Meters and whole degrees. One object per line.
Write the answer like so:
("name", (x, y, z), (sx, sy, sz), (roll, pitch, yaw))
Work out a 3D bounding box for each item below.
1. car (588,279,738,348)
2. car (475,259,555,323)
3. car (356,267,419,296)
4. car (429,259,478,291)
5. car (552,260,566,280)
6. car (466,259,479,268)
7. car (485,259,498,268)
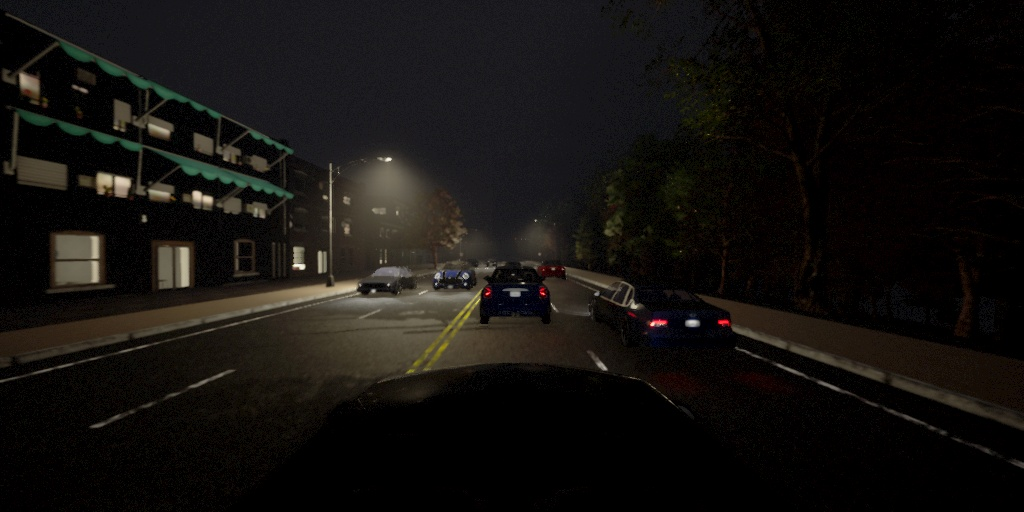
("car", (3.348, 1.297, 9.158), (2.033, 1.411, 5.357), (0, 0, 0))
("car", (0.095, 1.101, 12.314), (2.097, 1.767, 4.553), (0, 0, 0))
("car", (-6.608, 1.295, 19.756), (2.033, 1.411, 5.357), (0, 0, 0))
("car", (-3.357, 1.100, 21.796), (2.097, 1.767, 4.553), (0, 0, 0))
("car", (3.338, 1.099, 31.088), (2.097, 1.767, 4.553), (0, 0, 0))
("car", (-6.757, 1.222, 61.766), (1.882, 1.535, 5.008), (0, 0, 0))
("car", (-3.519, 1.239, 62.148), (2.128, 1.511, 4.902), (0, 0, 0))
